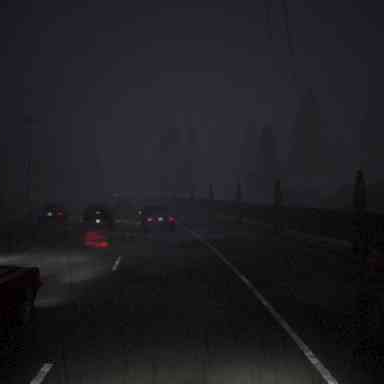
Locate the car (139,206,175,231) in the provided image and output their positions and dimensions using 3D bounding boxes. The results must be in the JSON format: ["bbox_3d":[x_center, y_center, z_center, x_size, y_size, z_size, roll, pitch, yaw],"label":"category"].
[{"bbox_3d":[-2.245,1.551,20.845,2.033,1.411,5.357,0,0,-12],"label":"car"}]

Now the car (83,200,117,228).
[{"bbox_3d":[-6.290,1.518,22.697,1.837,1.490,4.892,0,0,-13],"label":"car"}]

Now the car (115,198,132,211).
[{"bbox_3d":[-8.888,1.495,41.878,1.882,1.535,5.008,0,0,-23],"label":"car"}]

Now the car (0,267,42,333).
[{"bbox_3d":[-3.640,1.609,4.086,1.895,1.301,4.718,0,0,-2],"label":"car"}]

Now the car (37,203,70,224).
[{"bbox_3d":[-10.481,1.571,25.388,2.033,1.411,5.357,0,0,-15],"label":"car"}]
